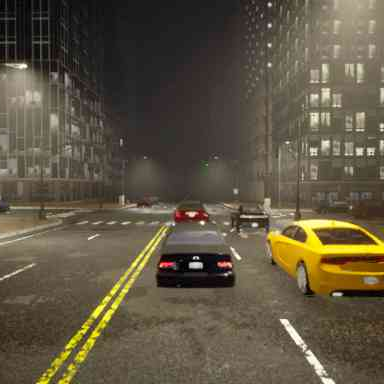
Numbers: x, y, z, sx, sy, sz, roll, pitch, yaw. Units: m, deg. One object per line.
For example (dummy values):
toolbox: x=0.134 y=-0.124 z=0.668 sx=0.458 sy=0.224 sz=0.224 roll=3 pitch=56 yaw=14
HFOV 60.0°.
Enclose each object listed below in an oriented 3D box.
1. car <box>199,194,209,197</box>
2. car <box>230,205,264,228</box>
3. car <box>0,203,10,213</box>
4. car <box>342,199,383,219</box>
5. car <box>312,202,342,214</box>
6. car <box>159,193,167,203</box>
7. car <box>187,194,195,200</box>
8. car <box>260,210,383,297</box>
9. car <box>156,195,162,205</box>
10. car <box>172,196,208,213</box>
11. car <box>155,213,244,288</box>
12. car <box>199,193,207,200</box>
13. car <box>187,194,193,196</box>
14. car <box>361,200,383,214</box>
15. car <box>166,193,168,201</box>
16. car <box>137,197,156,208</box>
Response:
car: x=2.970 y=1.442 z=80.341 sx=1.837 sy=1.490 sz=4.892 roll=0 pitch=0 yaw=0
car: x=3.340 y=1.486 z=19.650 sx=2.128 sy=1.511 sz=4.902 roll=0 pitch=0 yaw=2
car: x=-20.024 y=1.324 z=31.685 sx=5.008 sy=1.535 sz=1.882 roll=1 pitch=1 yaw=1
car: x=16.102 y=1.525 z=28.628 sx=5.009 sy=1.841 sz=2.192 roll=1 pitch=0 yaw=1
car: x=14.995 y=1.709 z=34.430 sx=4.718 sy=1.301 sz=1.895 roll=1 pitch=1 yaw=1
car: x=-6.753 y=1.521 z=67.540 sx=1.994 sy=1.385 sz=4.181 roll=0 pitch=0 yaw=0
car: x=-0.313 y=1.314 z=89.778 sx=1.994 sy=1.385 sz=4.181 roll=0 pitch=0 yaw=0
car: x=3.321 y=1.475 z=8.654 sx=1.882 sy=1.535 sz=5.008 roll=0 pitch=0 yaw=0
car: x=-6.774 y=1.569 z=57.535 sx=1.895 sy=1.301 sz=4.718 roll=0 pitch=0 yaw=0
car: x=-0.137 y=1.344 z=20.900 sx=2.097 sy=1.767 sz=4.553 roll=0 pitch=0 yaw=-3
car: x=0.068 y=1.545 z=9.311 sx=2.033 sy=1.411 sz=5.357 roll=0 pitch=0 yaw=0
car: x=2.937 y=1.284 z=90.142 sx=2.097 sy=1.767 sz=4.553 roll=0 pitch=0 yaw=0
car: x=-0.277 y=1.487 z=79.743 sx=1.994 sy=1.385 sz=4.181 roll=0 pitch=0 yaw=0
car: x=21.682 y=1.651 z=36.934 sx=4.829 sy=1.417 sz=1.752 roll=1 pitch=0 yaw=1
car: x=-6.773 y=1.170 z=78.289 sx=2.150 sy=2.045 sz=5.566 roll=0 pitch=0 yaw=0
car: x=-6.767 y=1.577 z=48.362 sx=1.895 sy=1.301 sz=4.718 roll=0 pitch=0 yaw=0
